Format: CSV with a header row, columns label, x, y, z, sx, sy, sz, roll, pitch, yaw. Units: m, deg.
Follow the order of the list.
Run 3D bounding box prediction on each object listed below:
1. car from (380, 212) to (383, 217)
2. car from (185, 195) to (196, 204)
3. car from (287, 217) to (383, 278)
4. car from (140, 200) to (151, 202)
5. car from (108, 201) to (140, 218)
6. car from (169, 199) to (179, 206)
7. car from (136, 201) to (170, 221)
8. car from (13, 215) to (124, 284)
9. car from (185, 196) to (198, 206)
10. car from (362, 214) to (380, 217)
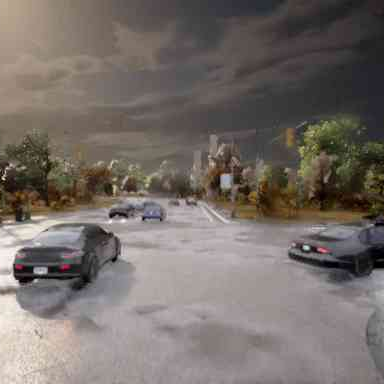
label,x,y,z,sx,sy,sz,roll,pitch,yaw
car,13.441,1.724,17.829,5.357,1.411,2.033,0,-1,-3
car,-0.400,1.685,74.487,2.097,1.767,4.553,0,1,-5
car,5.649,1.651,10.349,5.357,1.411,2.033,0,-1,-19
car,-7.037,1.953,43.912,1.812,1.442,4.674,0,0,1
car,-7.086,1.887,34.220,2.033,1.411,5.357,0,-1,0
car,-3.514,2.028,64.193,1.895,1.301,4.718,0,0,0
car,-3.400,1.847,30.251,2.033,1.411,5.357,0,-1,0
car,-3.401,1.623,9.757,1.812,1.442,4.674,0,-1,0
car,-0.014,1.951,64.514,1.812,1.442,4.674,0,0,0
car,13.459,1.689,21.336,5.008,1.535,1.882,0,-1,-3
